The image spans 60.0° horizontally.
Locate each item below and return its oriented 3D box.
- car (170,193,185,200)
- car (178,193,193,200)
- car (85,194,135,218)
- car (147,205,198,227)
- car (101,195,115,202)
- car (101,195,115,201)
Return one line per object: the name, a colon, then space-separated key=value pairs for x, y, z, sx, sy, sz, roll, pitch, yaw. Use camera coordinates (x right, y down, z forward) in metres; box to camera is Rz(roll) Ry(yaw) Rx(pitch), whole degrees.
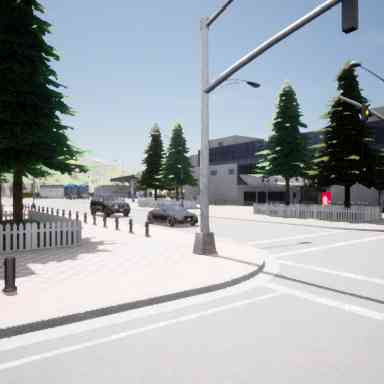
car: x=-3.877 y=1.110 z=86.017 sx=1.932 sy=1.855 sz=4.605 roll=0 pitch=0 yaw=-37
car: x=-1.789 y=1.089 z=88.079 sx=1.905 sy=1.878 sz=3.866 roll=0 pitch=0 yaw=-37
car: x=-7.837 y=1.236 z=31.401 sx=2.150 sy=2.045 sz=5.566 roll=0 pitch=0 yaw=-37
car: x=-1.401 y=1.578 z=22.884 sx=1.994 sy=1.385 sz=4.181 roll=0 pitch=0 yaw=-37
car: x=-18.884 y=1.387 z=75.056 sx=1.845 sy=1.501 sz=3.633 roll=0 pitch=0 yaw=-37
car: x=-20.912 y=1.397 z=82.792 sx=1.970 sy=1.475 sz=3.806 roll=0 pitch=0 yaw=-37
